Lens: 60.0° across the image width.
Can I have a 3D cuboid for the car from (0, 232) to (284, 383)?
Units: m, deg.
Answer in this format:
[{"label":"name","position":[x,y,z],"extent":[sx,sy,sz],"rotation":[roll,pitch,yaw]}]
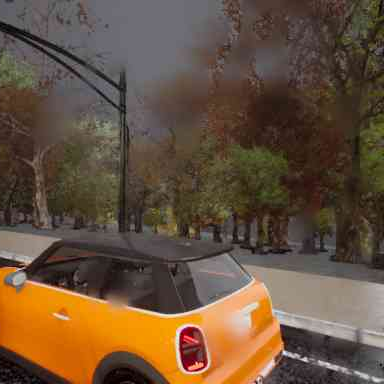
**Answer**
[{"label":"car","position":[-1.208,1.351,4.558],"extent":[4.553,1.767,2.097],"rotation":[0,0,36]}]
